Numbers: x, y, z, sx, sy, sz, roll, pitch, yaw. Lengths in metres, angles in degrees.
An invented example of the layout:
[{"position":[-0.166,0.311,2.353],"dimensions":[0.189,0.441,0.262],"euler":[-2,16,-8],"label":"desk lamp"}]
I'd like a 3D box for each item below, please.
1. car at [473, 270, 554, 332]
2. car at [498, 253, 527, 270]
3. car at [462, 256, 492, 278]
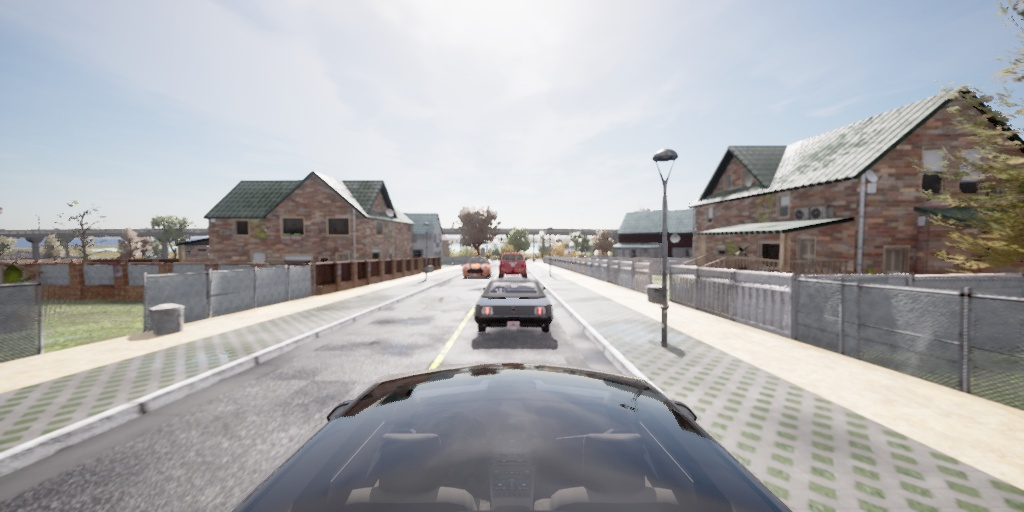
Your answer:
[{"position":[0.056,1.278,10.499],"dimensions":[1.895,1.301,4.718],"euler":[0,0,1],"label":"car"},{"position":[0.072,0.758,29.142],"dimensions":[2.150,2.045,5.566],"euler":[0,0,0],"label":"car"},{"position":[-2.854,0.882,30.012],"dimensions":[2.097,1.767,4.553],"euler":[0,0,0],"label":"car"}]
